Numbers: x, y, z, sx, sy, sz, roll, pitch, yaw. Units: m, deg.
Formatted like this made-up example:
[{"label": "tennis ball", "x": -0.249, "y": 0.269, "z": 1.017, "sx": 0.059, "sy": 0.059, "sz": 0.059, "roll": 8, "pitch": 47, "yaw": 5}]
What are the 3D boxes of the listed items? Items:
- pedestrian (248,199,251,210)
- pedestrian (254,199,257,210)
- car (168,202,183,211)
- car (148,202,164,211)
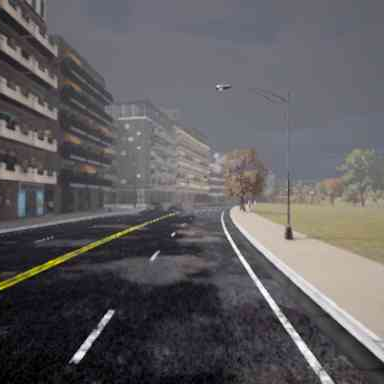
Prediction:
[{"label": "pedestrian", "x": 9.551, "y": 2.038, "z": 55.202, "sx": 0.375, "sy": 1.860, "sz": 0.375, "roll": 0, "pitch": -1, "yaw": 8}, {"label": "pedestrian", "x": 10.622, "y": 2.091, "z": 55.662, "sx": 0.375, "sy": 1.860, "sz": 0.375, "roll": 0, "pitch": -1, "yaw": 8}, {"label": "car", "x": -2.680, "y": 2.446, "z": 56.239, "sx": 2.033, "sy": 1.411, "sz": 5.357, "roll": 0, "pitch": -1, "yaw": 8}, {"label": "car", "x": -6.002, "y": 2.414, "z": 55.919, "sx": 1.812, "sy": 1.442, "sz": 4.674, "roll": 0, "pitch": -1, "yaw": 8}]
